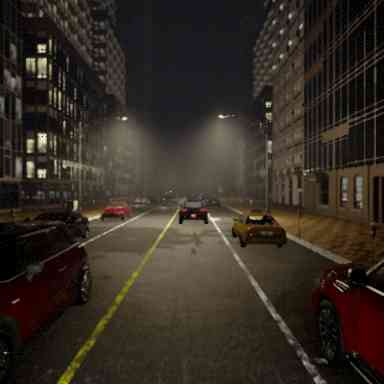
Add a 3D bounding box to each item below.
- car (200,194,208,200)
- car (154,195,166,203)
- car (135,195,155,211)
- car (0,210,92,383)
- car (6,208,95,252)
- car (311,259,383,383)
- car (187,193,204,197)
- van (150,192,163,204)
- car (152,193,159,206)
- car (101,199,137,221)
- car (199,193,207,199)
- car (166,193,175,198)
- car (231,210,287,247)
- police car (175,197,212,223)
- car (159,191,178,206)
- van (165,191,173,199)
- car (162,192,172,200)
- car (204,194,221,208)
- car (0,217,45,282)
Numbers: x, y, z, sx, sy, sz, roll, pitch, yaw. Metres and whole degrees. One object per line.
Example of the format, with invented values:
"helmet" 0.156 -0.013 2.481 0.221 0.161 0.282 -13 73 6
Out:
"car" 2.692 1.042 76.682 1.802 1.307 4.206 0 0 0
"car" -5.688 1.169 59.621 1.802 1.307 4.206 0 0 0
"car" -5.688 1.300 36.852 2.008 1.369 4.403 0 0 0
"car" -3.101 1.319 4.908 2.097 1.767 4.553 0 0 0
"car" -5.688 1.473 14.084 1.947 1.339 4.313 0 0 0
"car" 2.695 1.297 2.686 2.192 1.841 5.009 0 0 0
"car" 0.100 1.073 40.859 2.097 1.767 4.553 0 0 0
"van" -5.687 0.969 53.927 1.690 1.788 3.998 0 0 0
"car" -5.688 1.214 48.236 1.887 1.381 4.507 0 0 0
"car" -5.687 1.411 25.467 1.802 1.307 4.206 0 0 0
"car" 2.692 0.941 82.544 1.752 1.417 4.829 0 0 0
"car" -5.689 0.940 88.081 1.947 1.339 4.313 0 0 0
"car" 2.693 1.431 14.241 1.752 1.417 4.829 0 0 0
"police car" 0.098 1.345 23.835 2.038 1.542 4.974 0 0 0
"car" -3.001 0.951 47.125 2.097 1.767 4.553 0 0 0
"van" -5.687 0.758 82.387 1.690 1.788 3.998 0 0 0
"car" -5.688 0.900 76.695 1.967 1.590 4.097 0 0 0
"car" 2.693 1.275 42.532 1.947 1.339 4.313 0 0 0
"car" -5.687 1.496 8.391 2.008 1.369 4.403 0 0 0
